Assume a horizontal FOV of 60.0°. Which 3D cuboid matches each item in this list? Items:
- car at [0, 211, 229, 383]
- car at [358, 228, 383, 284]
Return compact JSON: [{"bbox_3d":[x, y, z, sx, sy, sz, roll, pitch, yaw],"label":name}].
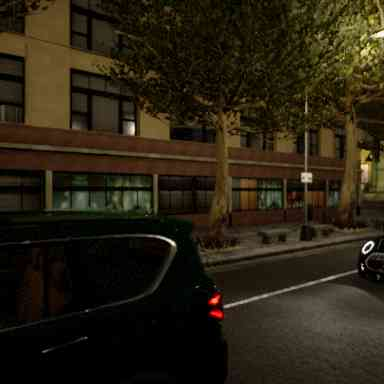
[{"bbox_3d":[-2.251,1.224,2.394,5.566,2.045,2.150,0,0,-35],"label":"car"},{"bbox_3d":[6.232,1.340,8.490,4.553,1.767,2.097,0,0,-36],"label":"car"}]
